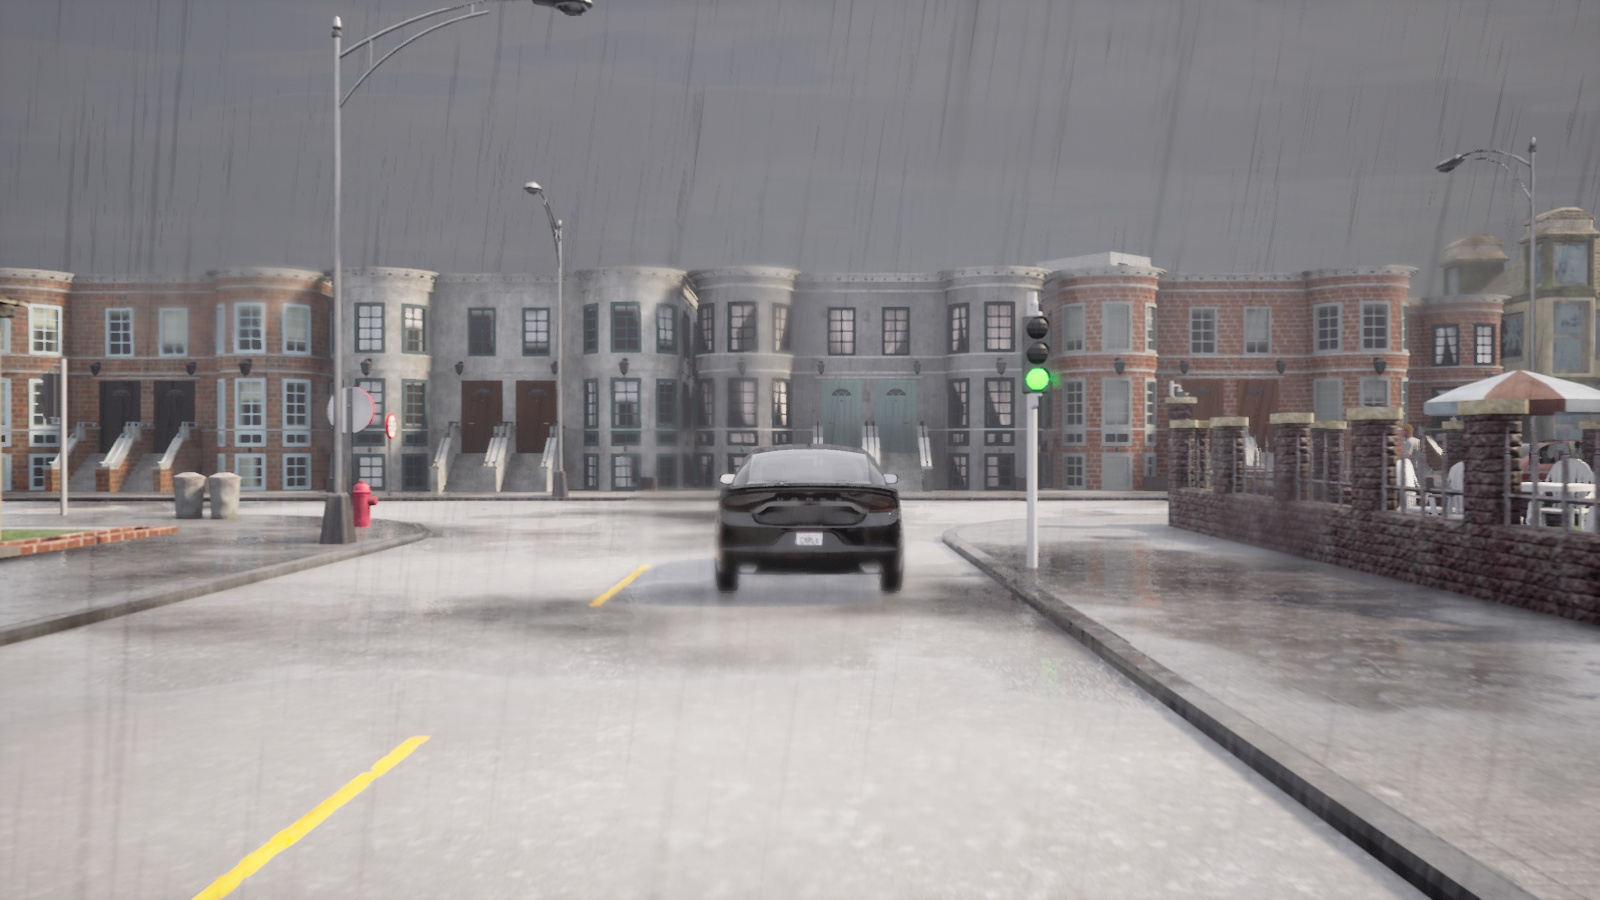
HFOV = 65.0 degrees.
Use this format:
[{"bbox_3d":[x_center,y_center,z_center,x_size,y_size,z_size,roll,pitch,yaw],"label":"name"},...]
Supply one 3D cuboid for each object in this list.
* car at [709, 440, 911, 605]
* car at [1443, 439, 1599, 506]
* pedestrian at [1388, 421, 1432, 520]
[{"bbox_3d":[0.100,0.668,14.208,1.882,1.535,5.008,0,0,0],"label":"car"},{"bbox_3d":[18.400,0.537,31.088,3.988,1.617,1.851,0,0,1],"label":"car"},{"bbox_3d":[11.490,0.372,23.655,0.706,1.836,0.354,0,0,31],"label":"pedestrian"}]
